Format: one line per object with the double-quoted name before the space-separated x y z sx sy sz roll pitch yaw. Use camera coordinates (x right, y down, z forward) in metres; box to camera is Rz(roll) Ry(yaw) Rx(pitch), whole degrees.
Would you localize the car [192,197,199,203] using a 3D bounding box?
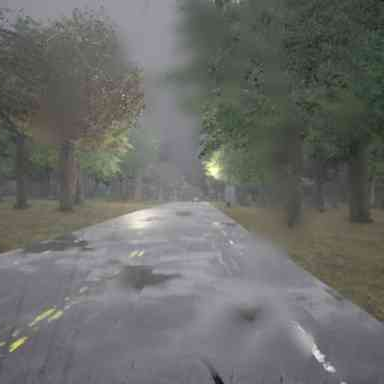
"car" 0.982 2.221 90.446 1.994 1.385 4.181 0 -1 1
